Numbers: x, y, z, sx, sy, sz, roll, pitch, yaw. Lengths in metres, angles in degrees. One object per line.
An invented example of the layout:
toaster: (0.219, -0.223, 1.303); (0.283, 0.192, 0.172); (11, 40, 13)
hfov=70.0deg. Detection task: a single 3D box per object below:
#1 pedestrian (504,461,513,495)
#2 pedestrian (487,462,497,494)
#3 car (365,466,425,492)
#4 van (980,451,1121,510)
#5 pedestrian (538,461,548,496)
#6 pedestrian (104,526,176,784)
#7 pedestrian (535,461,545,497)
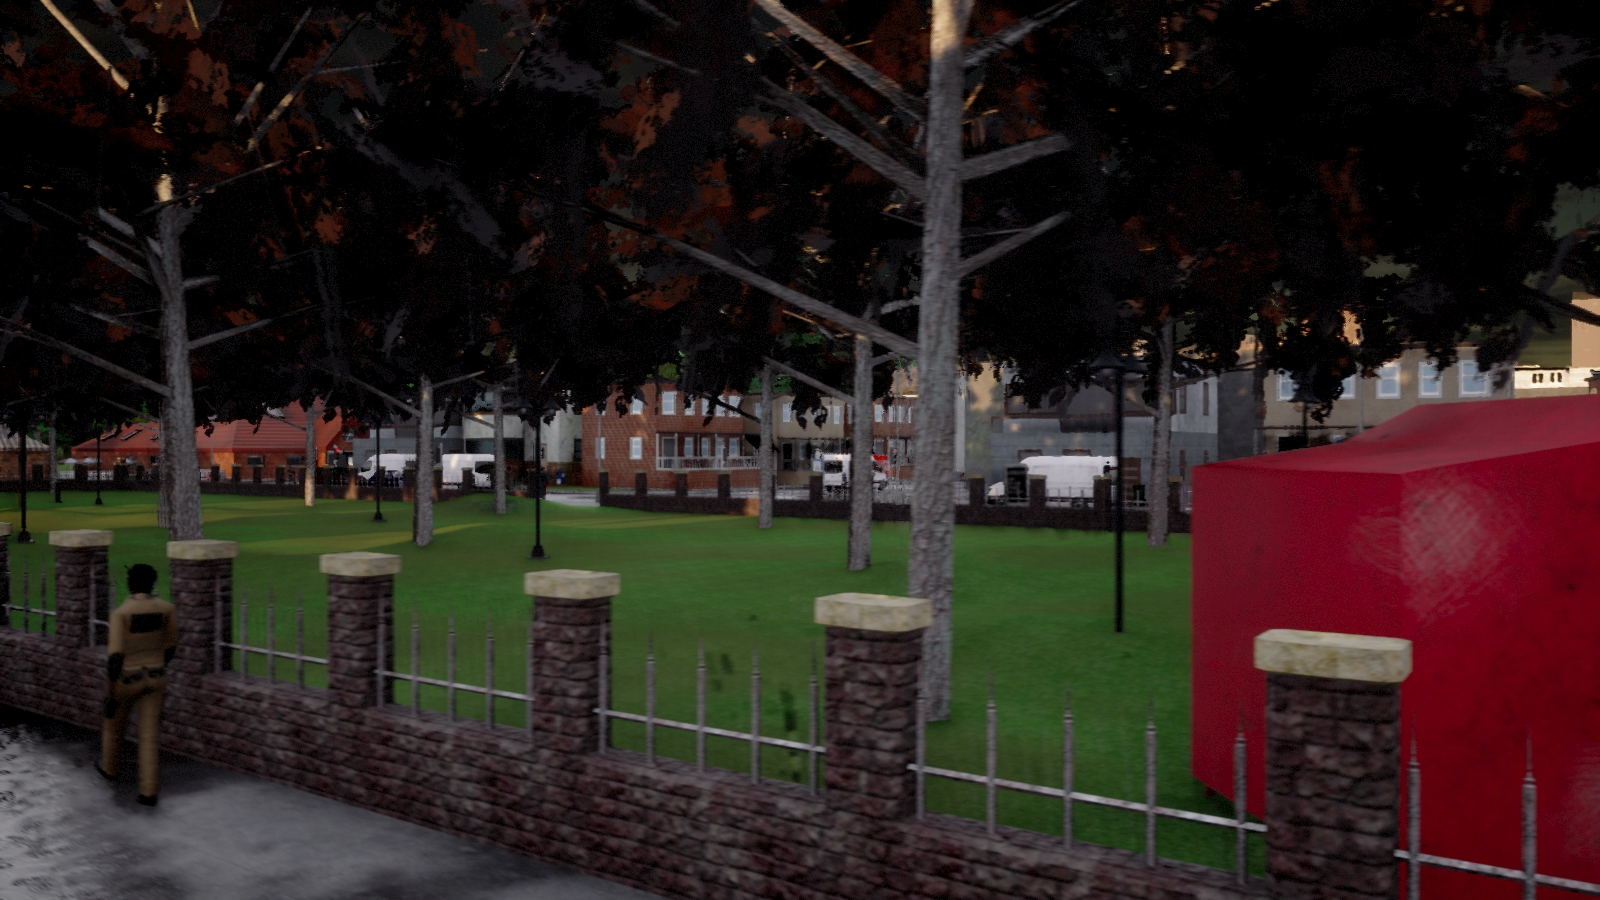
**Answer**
pedestrian: (-16.033, 1.527, 62.877); (0.375, 1.860, 0.375); (0, 0, -31)
pedestrian: (-17.899, 1.631, 66.368); (0.375, 1.860, 0.375); (0, 0, 36)
car: (-25.701, 1.821, 72.397); (3.633, 1.501, 1.845); (0, 0, 36)
van: (11.264, 1.315, 51.601); (5.915, 2.561, 1.988); (0, 0, 35)
pedestrian: (-13.672, 1.527, 60.821); (0.375, 1.860, 0.375); (0, 0, -39)
pedestrian: (-4.998, 1.526, 8.654); (0.375, 1.860, 0.375); (0, 0, 43)
pedestrian: (-13.622, 1.527, 59.807); (0.375, 1.860, 0.375); (0, 0, -43)
